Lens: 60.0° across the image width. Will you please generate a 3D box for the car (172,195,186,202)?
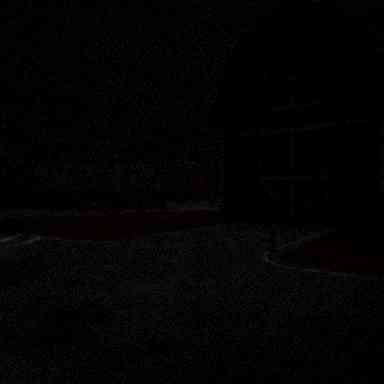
[{"bbox_3d":[-3.785,1.967,94.472,1.932,1.855,4.605,-1,0,35],"label":"car"}]
